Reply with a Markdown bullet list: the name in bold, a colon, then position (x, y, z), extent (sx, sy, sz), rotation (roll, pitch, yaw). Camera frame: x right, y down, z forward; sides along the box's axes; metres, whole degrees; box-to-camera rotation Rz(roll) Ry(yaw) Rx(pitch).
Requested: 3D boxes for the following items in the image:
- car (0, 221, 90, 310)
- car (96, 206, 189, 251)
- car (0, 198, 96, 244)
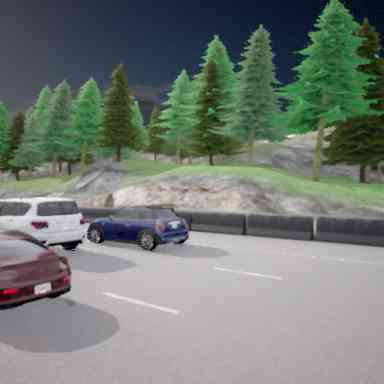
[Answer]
- **car**: position (-4.501, 1.534, 7.198), extent (4.674, 1.442, 1.812), rotation (0, 0, 35)
- **car**: position (-2.414, 1.362, 14.307), extent (4.553, 1.767, 2.097), rotation (0, 0, 35)
- **car**: position (-6.500, 1.234, 12.922), extent (5.566, 2.045, 2.150), rotation (0, 0, 35)
